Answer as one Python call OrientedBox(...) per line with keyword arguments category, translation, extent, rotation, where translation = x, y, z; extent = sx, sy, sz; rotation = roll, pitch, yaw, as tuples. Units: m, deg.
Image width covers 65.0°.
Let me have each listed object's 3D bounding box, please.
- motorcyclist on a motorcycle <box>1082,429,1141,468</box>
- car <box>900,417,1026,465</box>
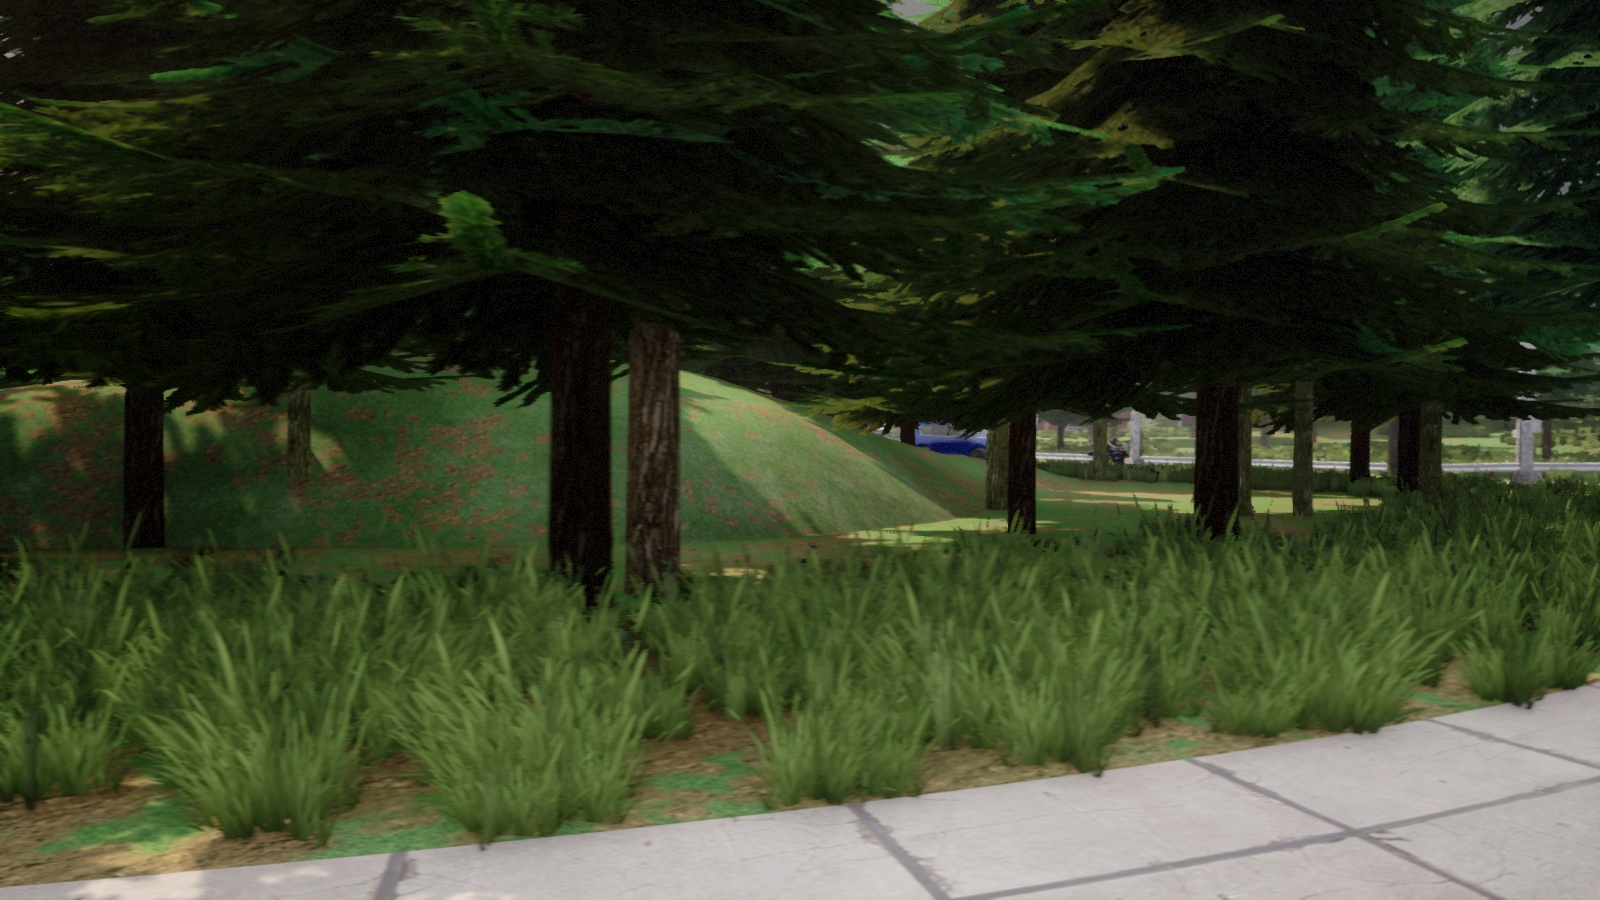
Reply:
OrientedBox(category="motorcyclist on a motorcycle", translation=(12.524, -0.054, 50.481), extent=(0.866, 1.530, 2.191), rotation=(-1, 1, -41))
OrientedBox(category="car", translation=(7.282, -0.399, 56.494), extent=(2.150, 2.045, 5.566), rotation=(-1, 1, -42))
